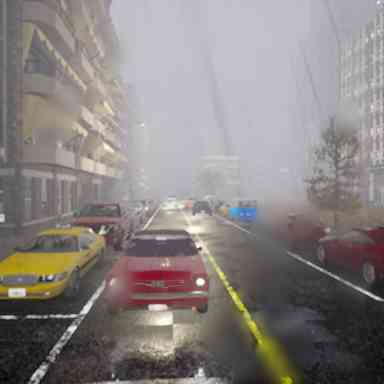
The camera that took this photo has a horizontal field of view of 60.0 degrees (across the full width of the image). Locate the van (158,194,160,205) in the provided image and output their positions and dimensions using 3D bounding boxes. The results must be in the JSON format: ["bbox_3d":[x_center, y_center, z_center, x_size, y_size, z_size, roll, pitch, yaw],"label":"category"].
[{"bbox_3d":[-5.854,1.408,47.286,1.690,1.788,3.998,0,0,-4],"label":"van"}]

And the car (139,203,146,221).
[{"bbox_3d":[-4.084,1.570,19.709,2.008,1.369,4.403,0,0,-4],"label":"car"}]

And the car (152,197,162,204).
[{"bbox_3d":[-7.267,1.682,69.346,1.947,1.339,4.313,0,0,-4],"label":"car"}]

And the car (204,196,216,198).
[{"bbox_3d":[2.863,1.506,42.306,1.967,1.590,4.097,0,0,-4],"label":"car"}]

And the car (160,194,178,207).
[{"bbox_3d":[-3.495,1.303,52.653,2.150,2.045,5.566,0,0,-4],"label":"car"}]

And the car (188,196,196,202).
[{"bbox_3d":[0.035,1.714,86.429,1.887,1.381,4.507,0,0,-4],"label":"car"}]

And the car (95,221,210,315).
[{"bbox_3d":[-0.709,1.609,7.721,1.895,1.301,4.718,0,0,-4],"label":"car"}]

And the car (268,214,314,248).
[{"bbox_3d":[4.632,1.604,14.729,1.802,1.307,4.206,0,0,-4],"label":"car"}]

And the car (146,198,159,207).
[{"bbox_3d":[-6.206,1.660,52.800,1.802,1.307,4.206,0,0,-4],"label":"car"}]

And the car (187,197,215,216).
[{"bbox_3d":[0.849,1.552,33.186,1.837,1.490,4.892,0,0,-4],"label":"car"}]

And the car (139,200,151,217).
[{"bbox_3d":[-4.438,1.578,25.225,2.008,1.369,4.403,0,0,-4],"label":"car"}]

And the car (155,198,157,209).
[{"bbox_3d":[-5.145,1.611,36.255,1.947,1.339,4.313,0,0,-4],"label":"car"}]

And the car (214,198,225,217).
[{"bbox_3d":[3.560,1.571,31.444,1.752,1.417,4.829,0,0,-4],"label":"car"}]

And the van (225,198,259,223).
[{"bbox_3d":[3.924,1.378,25.760,1.690,1.788,3.998,0,0,-4],"label":"van"}]

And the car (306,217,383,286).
[{"bbox_3d":[4.986,1.598,9.215,1.802,1.307,4.206,0,0,-4],"label":"car"}]

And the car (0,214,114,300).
[{"bbox_3d":[-3.367,1.531,8.509,1.752,1.417,4.829,0,0,-4],"label":"car"}]

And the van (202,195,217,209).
[{"bbox_3d":[2.509,1.418,47.823,1.690,1.788,3.998,0,0,-4],"label":"van"}]

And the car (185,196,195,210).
[{"bbox_3d":[0.123,1.419,44.299,2.097,1.767,4.553,0,0,-4],"label":"car"}]

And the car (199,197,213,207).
[{"bbox_3d":[2.145,1.614,53.506,1.752,1.417,4.829,0,0,-4],"label":"car"}]

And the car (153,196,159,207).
[{"bbox_3d":[-5.499,1.601,41.770,1.887,1.381,4.507,0,0,-4],"label":"car"}]

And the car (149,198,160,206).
[{"bbox_3d":[-6.560,1.672,58.315,1.802,1.307,4.206,0,0,-4],"label":"car"}]

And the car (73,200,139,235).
[{"bbox_3d":[-3.733,1.327,14.194,2.192,1.841,5.009,0,0,-4],"label":"car"}]

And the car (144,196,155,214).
[{"bbox_3d":[-4.792,1.476,30.739,1.967,1.590,4.097,0,0,-4],"label":"car"}]
